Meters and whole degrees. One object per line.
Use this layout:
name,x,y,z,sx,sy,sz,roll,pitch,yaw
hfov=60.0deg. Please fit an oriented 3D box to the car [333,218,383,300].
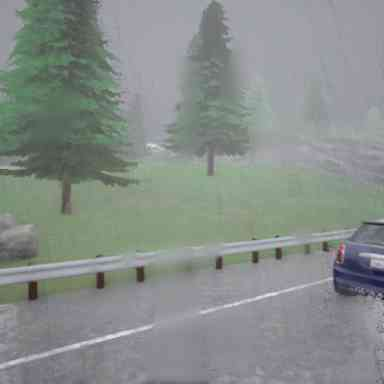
car,5.111,1.295,7.131,4.553,1.767,2.097,0,0,-34
